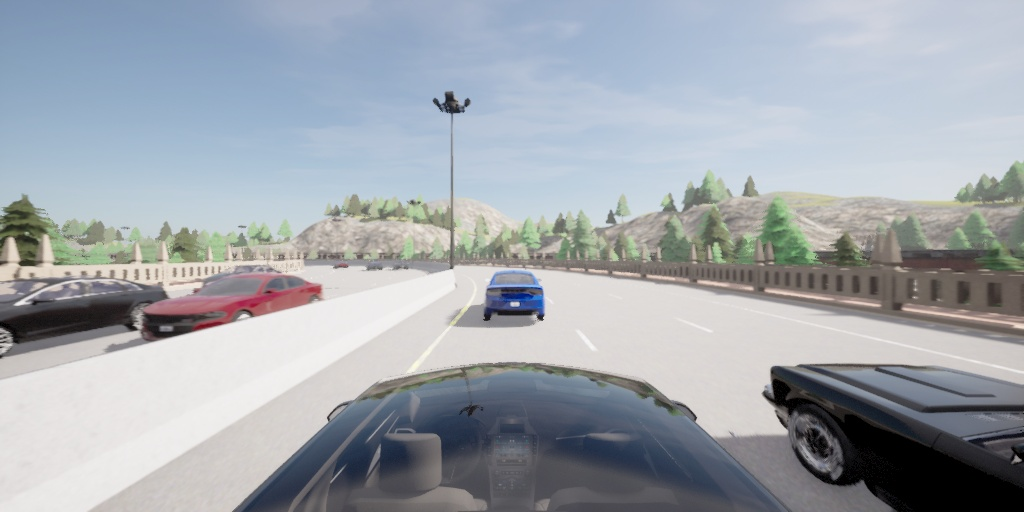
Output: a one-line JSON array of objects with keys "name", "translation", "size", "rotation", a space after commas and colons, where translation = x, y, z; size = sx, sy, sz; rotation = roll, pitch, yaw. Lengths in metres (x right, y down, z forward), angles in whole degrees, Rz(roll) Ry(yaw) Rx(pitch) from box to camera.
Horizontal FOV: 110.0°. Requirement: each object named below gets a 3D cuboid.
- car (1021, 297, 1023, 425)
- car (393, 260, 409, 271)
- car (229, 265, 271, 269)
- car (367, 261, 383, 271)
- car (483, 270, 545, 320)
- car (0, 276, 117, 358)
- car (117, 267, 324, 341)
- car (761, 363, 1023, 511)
[{"name": "car", "translation": [7.100, 1.242, 1.800], "size": [2.128, 1.511, 4.902], "rotation": [0, 0, 0]}, {"name": "car", "translation": [-16.047, 1.330, 51.745], "size": [1.837, 1.490, 4.892], "rotation": [0, 0, -24]}, {"name": "car", "translation": [-14.545, 1.241, 19.710], "size": [2.128, 1.511, 4.902], "rotation": [0, 0, -5]}, {"name": "car", "translation": [-19.192, 1.395, 50.157], "size": [1.994, 1.385, 4.181], "rotation": [0, 0, -25]}, {"name": "car", "translation": [0.038, 1.222, 12.691], "size": [1.882, 1.535, 5.008], "rotation": [0, 0, -1]}, {"name": "car", "translation": [-10.644, 1.238, 8.141], "size": [2.128, 1.511, 4.902], "rotation": [0, 0, -1]}, {"name": "car", "translation": [-7.158, 1.223, 9.886], "size": [1.882, 1.535, 5.008], "rotation": [0, 0, -1]}, {"name": "car", "translation": [3.601, 1.351, 1.675], "size": [1.895, 1.301, 4.718], "rotation": [0, 0, 0]}]
